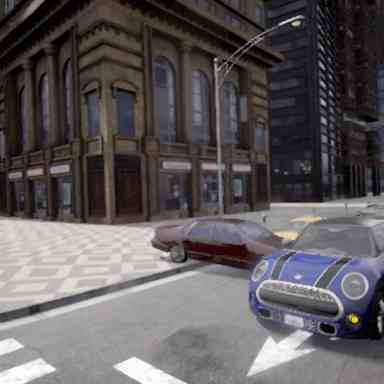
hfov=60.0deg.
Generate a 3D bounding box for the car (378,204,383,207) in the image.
[{"bbox_3d":[9.948,1.203,14.399,2.097,1.767,4.553,-2,0,43],"label":"car"}]

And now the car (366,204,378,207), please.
[{"bbox_3d":[10.890,1.389,19.366,2.008,1.369,4.403,-3,-1,43],"label":"car"}]

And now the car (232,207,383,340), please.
[{"bbox_3d":[3.075,1.361,6.785,2.097,1.767,4.553,-2,0,43],"label":"car"}]

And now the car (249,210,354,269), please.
[{"bbox_3d":[4.158,1.518,12.050,1.752,1.417,4.829,-3,-1,43],"label":"car"}]

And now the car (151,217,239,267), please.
[{"bbox_3d":[1.158,1.526,10.136,5.357,1.411,2.033,2,2,38],"label":"car"}]
